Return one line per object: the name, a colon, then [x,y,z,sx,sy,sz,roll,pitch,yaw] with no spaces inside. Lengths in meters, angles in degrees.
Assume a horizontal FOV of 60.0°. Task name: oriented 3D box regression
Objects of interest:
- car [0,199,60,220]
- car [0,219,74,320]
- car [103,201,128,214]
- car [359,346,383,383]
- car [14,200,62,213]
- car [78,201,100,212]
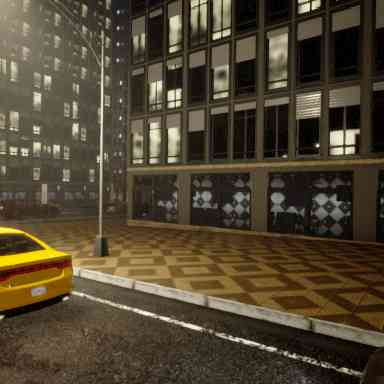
car: [-14.387,1.519,29.600,2.192,1.841,5.009,1,0,36]
car: [-4.540,1.474,6.890,5.008,1.535,1.882,0,0,35]
car: [-7.617,1.830,38.831,1.752,1.417,4.829,1,0,36]
car: [3.479,1.548,1.217,5.357,1.411,2.033,0,0,35]
car: [-17.912,1.643,38.964,1.752,1.417,4.829,1,0,36]
car: [-12.043,1.816,42.574,1.895,1.301,4.718,1,0,36]
